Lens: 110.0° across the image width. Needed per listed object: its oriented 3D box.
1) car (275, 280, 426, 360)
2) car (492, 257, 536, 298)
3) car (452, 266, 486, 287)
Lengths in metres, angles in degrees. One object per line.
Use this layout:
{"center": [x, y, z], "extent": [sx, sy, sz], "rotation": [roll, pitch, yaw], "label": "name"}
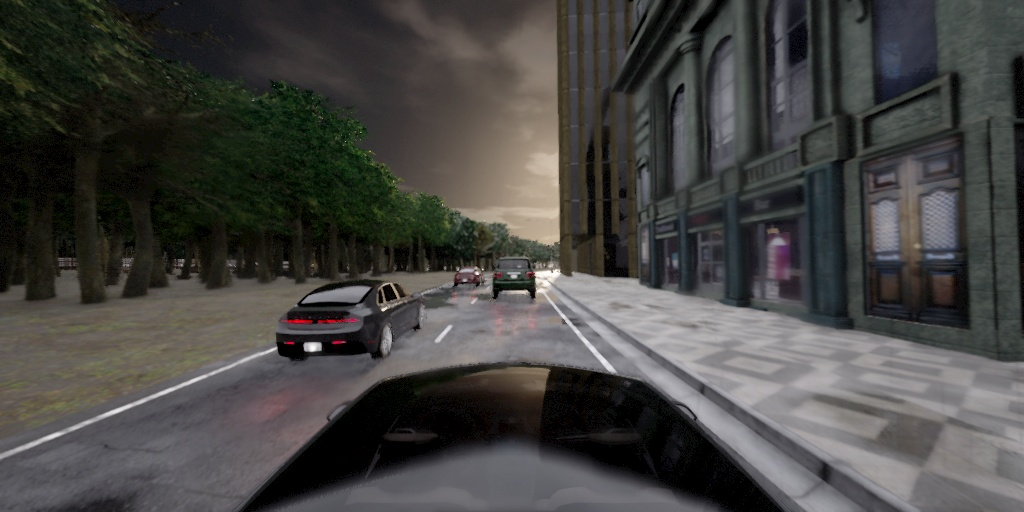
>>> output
{"center": [-3.407, 1.311, 8.525], "extent": [1.837, 1.490, 4.892], "rotation": [-1, 0, 0], "label": "car"}
{"center": [0.146, 1.070, 19.529], "extent": [2.150, 2.045, 5.566], "rotation": [-1, 0, 1], "label": "car"}
{"center": [-3.150, 1.492, 26.790], "extent": [1.812, 1.442, 4.674], "rotation": [-1, -1, 2], "label": "car"}
